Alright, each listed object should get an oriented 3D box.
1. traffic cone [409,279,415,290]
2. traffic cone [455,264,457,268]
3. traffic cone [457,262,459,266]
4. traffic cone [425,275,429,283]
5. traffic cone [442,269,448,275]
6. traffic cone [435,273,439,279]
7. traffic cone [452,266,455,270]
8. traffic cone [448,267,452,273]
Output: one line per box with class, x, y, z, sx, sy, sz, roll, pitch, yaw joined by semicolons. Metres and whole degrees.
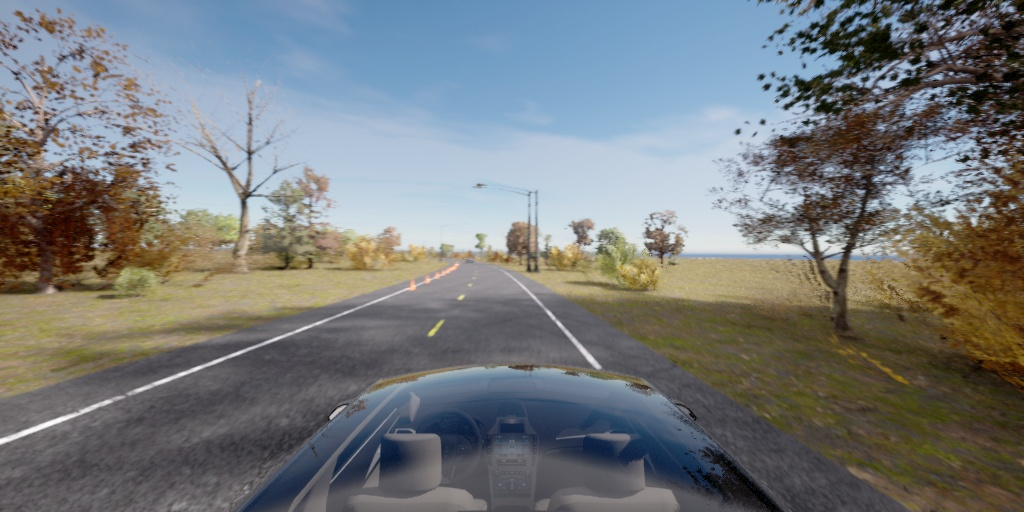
traffic cone;-5.775;1.649;20.809;0.340;0.580;0.340;0;0;-3
traffic cone;-8.225;1.629;50.559;0.340;0.580;0.340;0;0;-6
traffic cone;-8.769;1.625;55.505;0.340;0.580;0.340;0;0;-7
traffic cone;-6.086;1.646;25.775;0.340;0.580;0.340;0;0;-4
traffic cone;-6.826;1.640;35.699;0.340;0.580;0.340;0;0;-5
traffic cone;-6.436;1.643;30.738;0.340;0.580;0.340;0;0;-4
traffic cone;-7.720;1.633;45.609;0.340;0.580;0.340;0;0;-6
traffic cone;-7.253;1.636;40.656;0.340;0.580;0.340;0;0;-5
